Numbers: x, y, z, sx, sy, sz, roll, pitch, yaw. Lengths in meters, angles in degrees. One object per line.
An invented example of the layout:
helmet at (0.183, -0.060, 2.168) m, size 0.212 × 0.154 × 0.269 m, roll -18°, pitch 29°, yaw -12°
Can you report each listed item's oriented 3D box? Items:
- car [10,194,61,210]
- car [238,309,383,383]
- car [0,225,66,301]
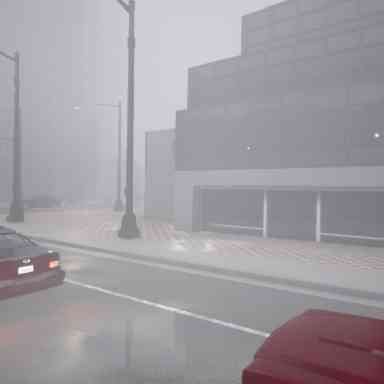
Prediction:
car at (-16.042, 1.012, 34.357) m, size 1.882 × 1.535 × 5.008 m, roll 1°, pitch 1°, yaw 36°
car at (2.651, 1.602, 2.103) m, size 4.718 × 1.301 × 1.895 m, roll 0°, pitch 0°, yaw 35°
car at (-5.150, 1.461, 7.669) m, size 5.357 × 1.411 × 2.033 m, roll 1°, pitch 0°, yaw 35°
